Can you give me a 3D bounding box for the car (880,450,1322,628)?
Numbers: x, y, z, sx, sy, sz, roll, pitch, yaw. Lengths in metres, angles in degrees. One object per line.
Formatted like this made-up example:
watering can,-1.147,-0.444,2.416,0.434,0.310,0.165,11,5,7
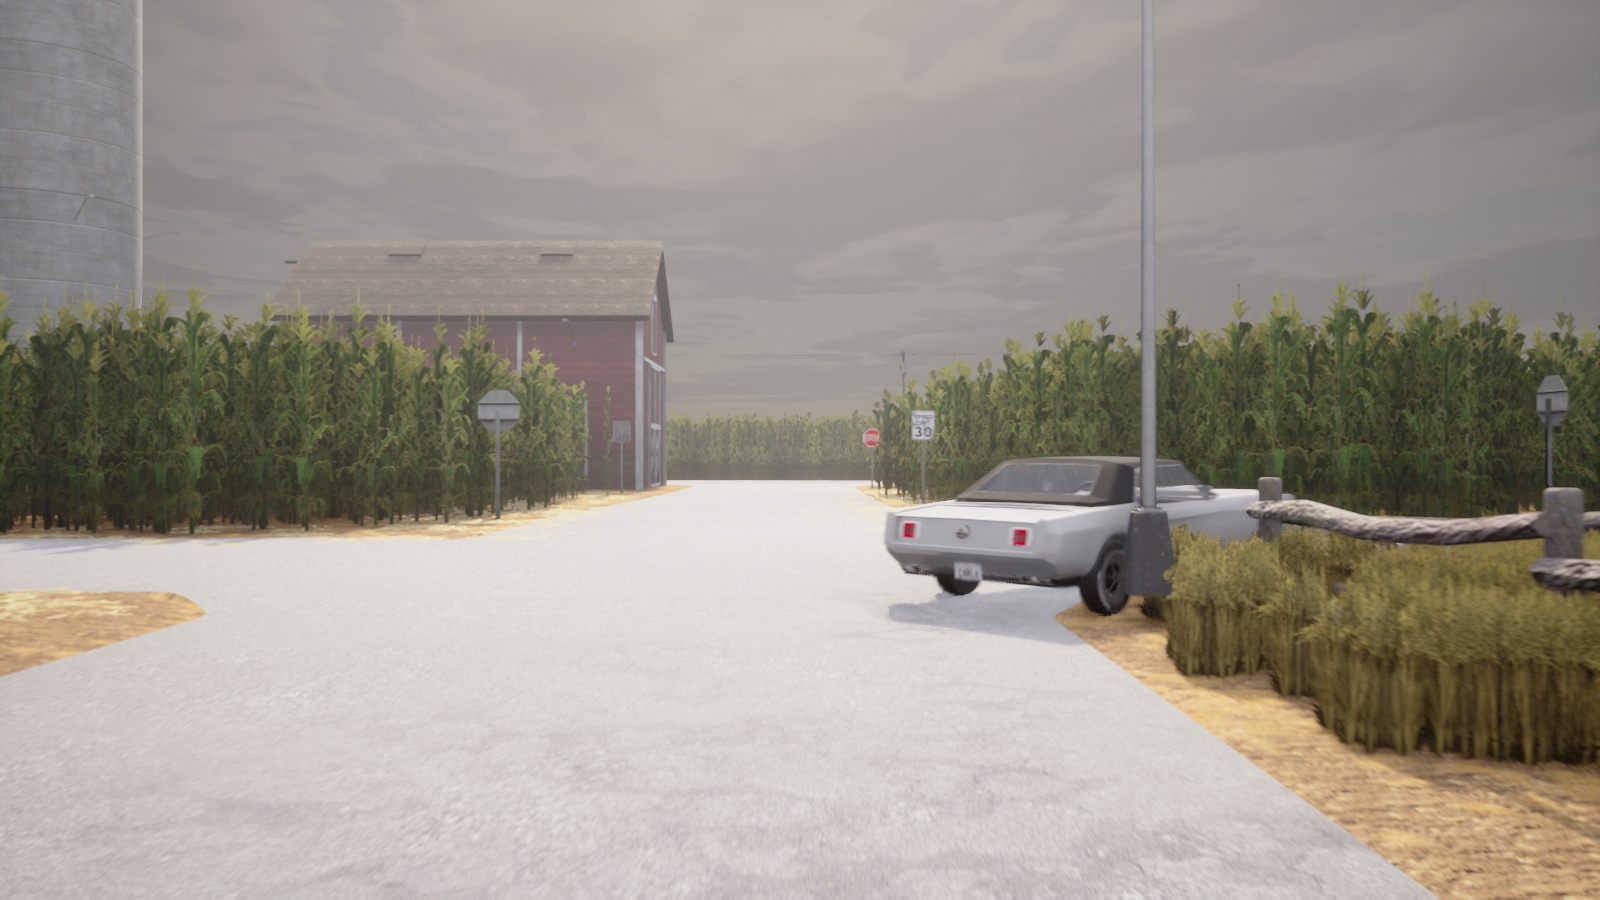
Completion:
car,3.099,0.708,12.244,4.718,1.301,1.895,-2,1,-43
